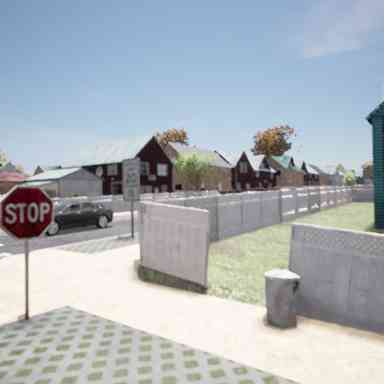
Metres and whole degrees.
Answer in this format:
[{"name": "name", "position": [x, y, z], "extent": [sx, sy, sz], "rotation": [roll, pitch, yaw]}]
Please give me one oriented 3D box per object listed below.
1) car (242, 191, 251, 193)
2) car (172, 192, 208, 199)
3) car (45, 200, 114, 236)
[{"name": "car", "position": [5.609, 0.690, 33.421], "extent": [1.812, 1.442, 4.674], "rotation": [-1, 1, 36]}, {"name": "car", "position": [-0.327, 0.792, 25.012], "extent": [2.097, 1.767, 4.553], "rotation": [-1, 1, 35]}, {"name": "car", "position": [-6.182, 1.218, 16.697], "extent": [1.837, 1.490, 4.892], "rotation": [-1, 1, 35]}]
